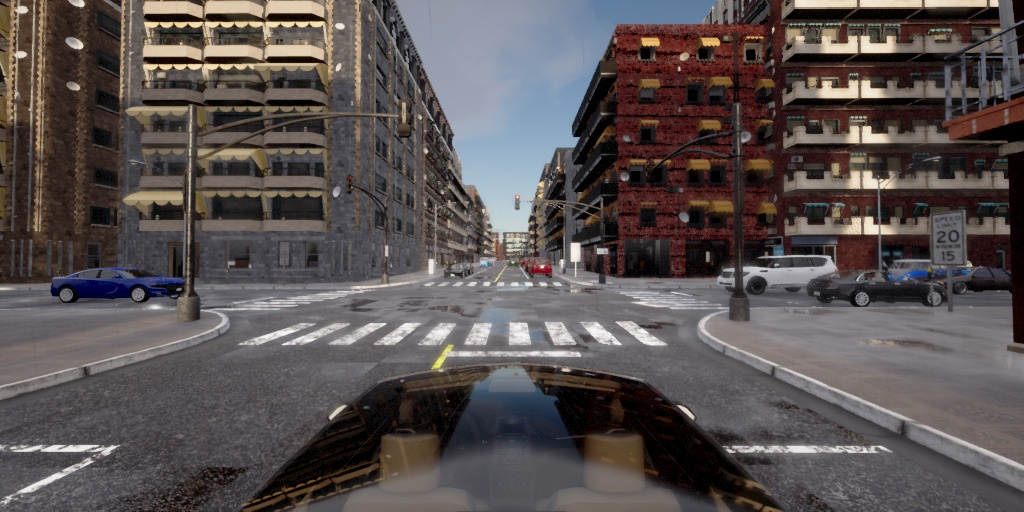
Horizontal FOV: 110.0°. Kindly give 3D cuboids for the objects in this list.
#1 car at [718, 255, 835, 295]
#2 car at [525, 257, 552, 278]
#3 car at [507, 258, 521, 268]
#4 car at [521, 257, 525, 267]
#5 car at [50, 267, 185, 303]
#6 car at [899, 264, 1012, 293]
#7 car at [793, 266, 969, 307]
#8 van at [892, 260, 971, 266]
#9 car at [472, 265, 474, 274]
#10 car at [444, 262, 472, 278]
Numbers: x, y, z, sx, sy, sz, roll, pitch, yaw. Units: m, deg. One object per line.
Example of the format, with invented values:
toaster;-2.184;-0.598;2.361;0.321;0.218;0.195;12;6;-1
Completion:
car;14.066;0.969;19.046;5.566;2.045;2.150;0;-1;0
car;2.637;1.077;33.928;2.192;1.841;5.009;0;0;0
car;0.233;1.178;64.447;2.097;1.767;4.553;0;0;0
car;2.661;1.086;45.051;2.192;1.841;5.009;0;0;0
car;-17.582;1.255;16.242;5.008;1.535;1.882;0;-1;0
car;24.318;1.271;18.989;5.357;1.411;2.033;0;-1;0
car;13.771;1.185;13.610;4.403;1.370;2.007;0;0;0
van;24.946;1.115;21.438;3.998;1.789;1.690;0;0;0
car;-5.232;1.331;39.461;1.948;1.339;4.313;0;0;0
car;-5.244;1.328;33.900;1.948;1.339;4.313;0;0;0
